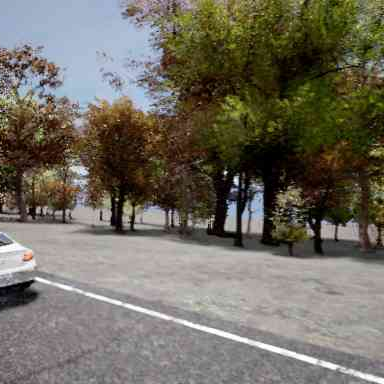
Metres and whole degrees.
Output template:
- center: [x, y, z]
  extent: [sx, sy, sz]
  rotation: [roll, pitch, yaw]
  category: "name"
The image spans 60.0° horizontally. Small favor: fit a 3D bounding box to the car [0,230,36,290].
- center: [-5.370, 1.458, 7.555]
  extent: [4.674, 1.442, 1.812]
  rotation: [0, 0, 35]
  category: "car"
